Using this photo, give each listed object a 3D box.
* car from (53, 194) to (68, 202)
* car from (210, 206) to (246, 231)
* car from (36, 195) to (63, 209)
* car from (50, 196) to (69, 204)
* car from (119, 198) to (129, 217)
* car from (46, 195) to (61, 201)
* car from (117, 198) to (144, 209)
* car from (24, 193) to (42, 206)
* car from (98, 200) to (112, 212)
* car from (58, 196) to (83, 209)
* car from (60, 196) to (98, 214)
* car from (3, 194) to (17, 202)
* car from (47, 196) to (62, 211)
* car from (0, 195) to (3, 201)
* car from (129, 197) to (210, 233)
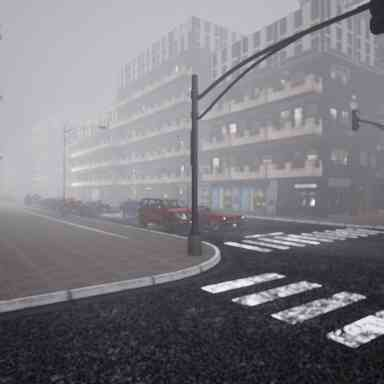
[{"bbox_3d":[-27.972,1.269,70.505,1.967,1.590,4.097,0,0,-36],"label":"car"},{"bbox_3d":[1.099,1.551,20.585,1.895,1.301,4.718,0,0,-37],"label":"car"},{"bbox_3d":[-18.126,1.436,42.659,1.947,1.339,4.313,0,0,-36],"label":"car"},{"bbox_3d":[-24.485,1.383,61.301,2.033,1.411,5.357,0,0,-37],"label":"car"},{"bbox_3d":[-4.502,1.399,28.282,1.882,1.535,5.008,0,0,-36],"label":"car"},{"bbox_3d":[-31.297,1.379,75.089,2.008,1.369,4.403,0,0,-36],"label":"car"},{"bbox_3d":[-8.016,1.465,42.994,1.802,1.307,4.206,0,0,-36],"label":"car"},{"bbox_3d":[-24.777,1.162,51.828,2.192,1.841,5.009,0,0,-36],"label":"car"},{"bbox_3d":[-10.436,1.495,36.477,1.895,1.301,4.718,0,0,-36],"label":"car"},{"bbox_3d":[-16.463,1.345,44.856,1.882,1.535,5.008,0,0,-36],"label":"car"},{"bbox_3d":[-11.473,1.444,33.487,1.887,1.381,4.507,0,0,-36],"label":"car"},{"bbox_3d":[-38.082,1.412,70.170,1.802,1.307,4.206,0,0,-36],"label":"car"},{"bbox_3d":[-14.800,1.451,38.073,1.947,1.339,4.313,0,0,-36],"label":"car"},{"bbox_3d":[-41.408,1.269,74.754,1.967,1.590,4.097,0,0,-36],"label":"car"},{"bbox_3d":[-1.495,1.263,19.731,2.192,1.841,5.009,0,0,-36],"label":"car"}]
